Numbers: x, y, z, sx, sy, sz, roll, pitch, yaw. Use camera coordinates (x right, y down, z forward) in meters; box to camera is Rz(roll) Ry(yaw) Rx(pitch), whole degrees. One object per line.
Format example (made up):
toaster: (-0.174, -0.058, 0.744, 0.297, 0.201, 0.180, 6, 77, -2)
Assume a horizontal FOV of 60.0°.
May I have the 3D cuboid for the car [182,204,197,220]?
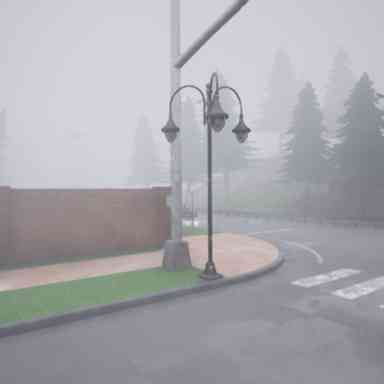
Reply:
car: (-1.416, 1.498, 26.216, 1.994, 1.385, 4.181, -1, 1, -34)
